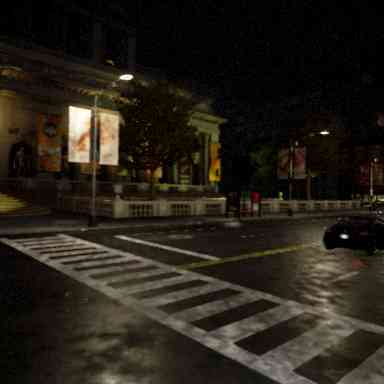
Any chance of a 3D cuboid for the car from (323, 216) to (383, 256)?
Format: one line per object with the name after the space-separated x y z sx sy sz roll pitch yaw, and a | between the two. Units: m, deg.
7.406 1.738 14.254 4.181 1.385 1.994 1 0 -42 | car
